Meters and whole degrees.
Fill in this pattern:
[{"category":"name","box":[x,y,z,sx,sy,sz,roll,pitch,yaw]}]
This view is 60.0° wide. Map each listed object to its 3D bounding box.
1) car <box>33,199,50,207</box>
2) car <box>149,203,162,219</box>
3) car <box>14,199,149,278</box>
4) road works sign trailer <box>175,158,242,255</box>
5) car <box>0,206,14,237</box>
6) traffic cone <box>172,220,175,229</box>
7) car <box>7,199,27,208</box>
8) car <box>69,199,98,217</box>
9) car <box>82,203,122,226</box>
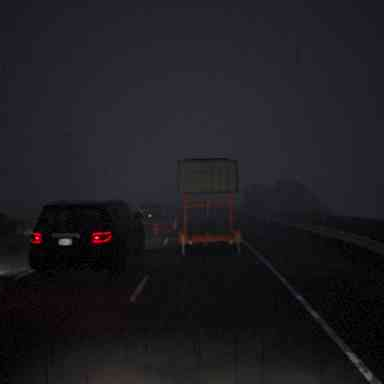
[{"category":"car","box":[-26.657,1.939,59.100,1.895,1.301,4.718,-1,0,-15]},{"category":"car","box":[-3.566,1.630,28.926,1.895,1.301,4.718,-1,0,-5]},{"category":"car","box":[-2.923,1.255,10.451,2.150,2.045,5.566,-1,0,1]},{"category":"road works sign trailer","box":[0.629,0.445,13.333,2.380,3.560,2.880,-1,0,-2]},{"category":"car","box":[-9.942,1.636,15.997,1.837,1.490,4.892,-1,0,-1]},{"category":"traffic cone","box":[-1.030,1.955,20.291,0.340,0.580,0.340,-1,0,-2]},{"category":"car","box":[-29.514,1.982,56.272,1.895,1.301,4.718,-1,0,-14]},{"category":"car","box":[-11.190,1.612,34.629,1.882,1.535,5.008,-1,0,-7]},{"category":"car","box":[-6.828,1.626,25.890,2.033,1.411,5.357,-1,0,-4]}]
